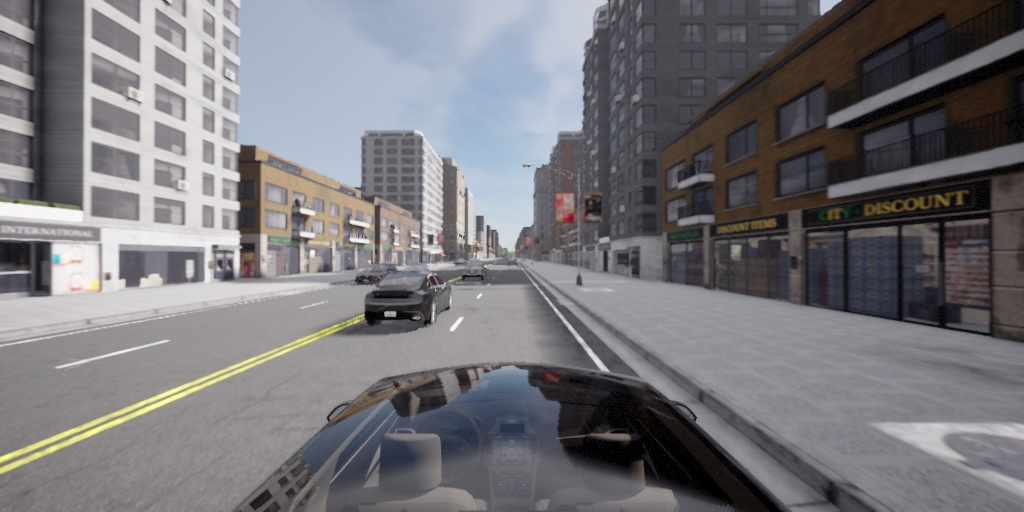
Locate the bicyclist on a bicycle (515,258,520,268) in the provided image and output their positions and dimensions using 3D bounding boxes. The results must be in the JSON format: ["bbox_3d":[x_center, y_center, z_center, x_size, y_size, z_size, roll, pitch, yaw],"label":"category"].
[{"bbox_3d":[0.902,1.196,56.731,0.866,1.612,1.509,0,0,0],"label":"bicyclist on a bicycle"}]

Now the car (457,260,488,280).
[{"bbox_3d":[-3.144,1.302,30.856,2.033,1.411,5.357,0,0,0],"label":"car"}]

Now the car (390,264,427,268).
[{"bbox_3d":[-6.592,1.279,24.739,1.812,1.442,4.674,0,0,0],"label":"car"}]

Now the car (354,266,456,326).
[{"bbox_3d":[-3.150,1.256,11.699,1.837,1.490,4.892,0,0,0],"label":"car"}]

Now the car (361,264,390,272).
[{"bbox_3d":[-9.845,1.301,26.924,2.033,1.411,5.357,0,0,0],"label":"car"}]
